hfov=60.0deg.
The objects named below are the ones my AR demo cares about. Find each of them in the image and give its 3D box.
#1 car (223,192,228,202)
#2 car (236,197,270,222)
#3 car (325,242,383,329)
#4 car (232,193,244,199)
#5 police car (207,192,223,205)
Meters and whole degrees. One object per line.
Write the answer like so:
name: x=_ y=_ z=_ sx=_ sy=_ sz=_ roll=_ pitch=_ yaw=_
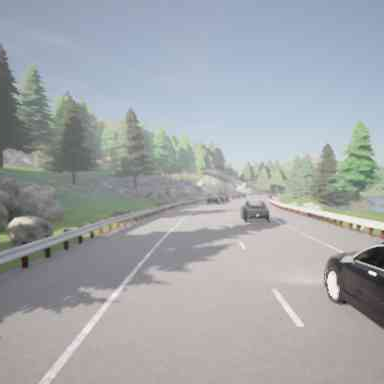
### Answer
car: x=5.339 y=1.195 z=64.565 sx=1.882 sy=1.535 sz=5.008 roll=0 pitch=0 yaw=11
car: x=4.672 y=1.384 z=25.145 sx=2.128 sy=1.511 sz=4.902 roll=0 pitch=0 yaw=4
car: x=3.697 y=1.486 z=5.154 sx=1.837 sy=1.490 sz=4.892 roll=0 pitch=0 yaw=1
car: x=11.578 y=1.007 z=87.365 sx=2.128 sy=1.511 sz=4.902 roll=0 pitch=0 yaw=14
police car: x=3.578 y=1.184 z=54.855 sx=1.930 sy=1.638 sz=5.238 roll=0 pitch=0 yaw=9
